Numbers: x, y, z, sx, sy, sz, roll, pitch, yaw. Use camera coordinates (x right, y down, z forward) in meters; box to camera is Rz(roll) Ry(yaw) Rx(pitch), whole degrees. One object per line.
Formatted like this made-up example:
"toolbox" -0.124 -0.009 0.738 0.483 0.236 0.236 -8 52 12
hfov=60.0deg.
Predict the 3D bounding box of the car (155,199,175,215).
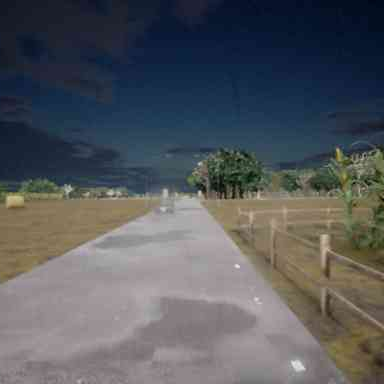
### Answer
"car" -2.769 1.527 34.561 2.128 1.511 4.902 0 0 0
